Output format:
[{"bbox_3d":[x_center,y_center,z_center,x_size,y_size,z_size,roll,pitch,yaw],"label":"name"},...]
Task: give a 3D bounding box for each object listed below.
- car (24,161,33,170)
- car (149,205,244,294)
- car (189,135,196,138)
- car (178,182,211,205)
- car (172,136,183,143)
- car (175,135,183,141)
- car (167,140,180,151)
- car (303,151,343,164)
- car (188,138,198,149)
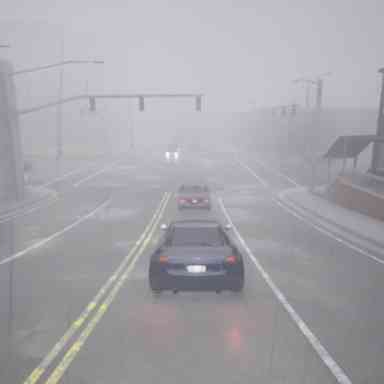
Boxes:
[{"bbox_3d":[-19.090,-2.886,34.269,5.008,1.535,1.882,0,12,0],"label":"car"},{"bbox_3d":[0.109,1.320,8.380,1.994,1.385,4.181,0,4,0],"label":"car"},{"bbox_3d":[0.141,-14.543,89.002,1.812,1.442,4.674,0,12,0],"label":"car"},{"bbox_3d":[0.127,0.117,19.456,2.033,1.411,5.357,0,9,0],"label":"car"},{"bbox_3d":[-3.392,-10.128,68.264,2.128,1.511,4.902,0,12,0],"label":"car"},{"bbox_3d":[-3.361,-14.303,87.882,1.812,1.442,4.674,0,12,0],"label":"car"},{"bbox_3d":[-3.480,-7.967,58.610,1.895,1.301,4.718,0,12,-2],"label":"car"},{"bbox_3d":[16.183,-4.321,41.162,4.674,1.442,1.812,0,12,0],"label":"car"},{"bbox_3d":[0.204,-8.969,63.287,1.895,1.301,4.718,0,12,0],"label":"car"}]
